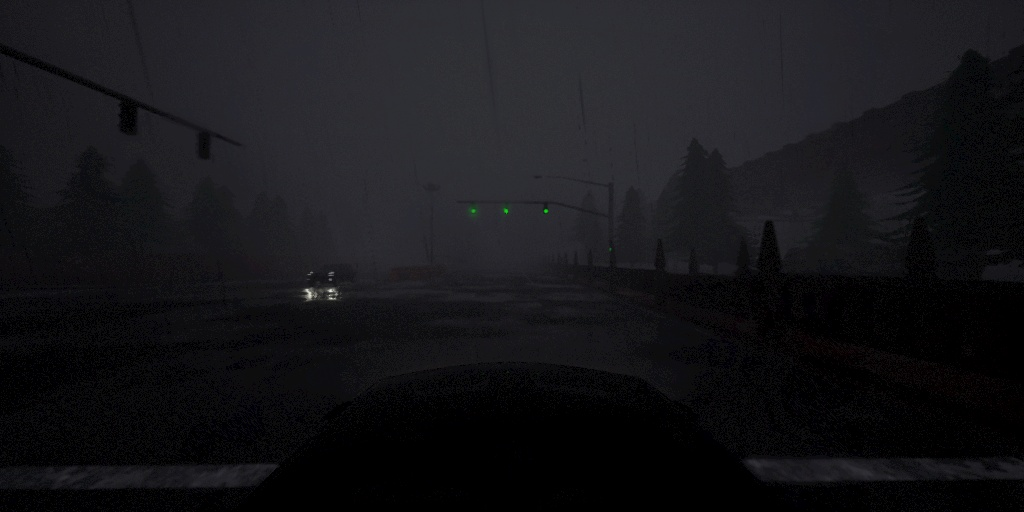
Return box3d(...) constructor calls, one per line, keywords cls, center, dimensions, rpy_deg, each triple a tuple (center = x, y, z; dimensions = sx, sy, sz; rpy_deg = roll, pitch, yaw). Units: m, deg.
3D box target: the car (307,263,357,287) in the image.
box3d(cls="car", center=(-13.996, 1.359, 28.142), dimensions=(2.097, 1.767, 4.553), rpy_deg=(0, -1, 0))
